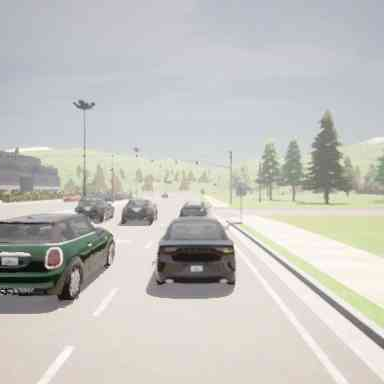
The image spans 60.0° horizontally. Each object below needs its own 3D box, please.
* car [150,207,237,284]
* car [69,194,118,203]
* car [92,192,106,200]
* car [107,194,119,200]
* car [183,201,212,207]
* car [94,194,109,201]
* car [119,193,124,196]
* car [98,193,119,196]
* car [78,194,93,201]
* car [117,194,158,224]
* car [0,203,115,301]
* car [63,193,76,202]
[{"bbox_3d":[0.083,1.432,9.448,1.882,1.535,5.008,0,1,0],"label":"car"},{"bbox_3d":[-7.210,1.233,24.890,2.097,1.767,4.553,0,0,-2],"label":"car"},{"bbox_3d":[-23.143,0.964,82.653,2.097,1.767,4.553,0,0,0],"label":"car"},{"bbox_3d":[-19.643,1.203,82.761,1.895,1.301,4.718,0,0,0],"label":"car"},{"bbox_3d":[0.365,1.376,24.356,2.128,1.511,4.902,0,0,9],"label":"car"},{"bbox_3d":[-19.660,1.133,72.753,1.882,1.535,5.008,0,0,0],"label":"car"},{"bbox_3d":[-16.159,1.007,73.581,2.097,1.767,4.553,0,0,0],"label":"car"},{"bbox_3d":[-16.175,1.200,64.407,1.837,1.490,4.892,0,0,0],"label":"car"},{"bbox_3d":[-23.161,1.209,72.493,1.994,1.385,4.181,0,0,0],"label":"car"},{"bbox_3d":[-3.640,1.238,23.751,2.097,1.767,4.553,0,0,-1],"label":"car"},{"bbox_3d":[-3.410,1.311,8.362,2.097,1.767,4.553,0,0,0],"label":"car"},{"bbox_3d":[-23.175,1.048,64.163,2.097,1.767,4.553,0,0,0],"label":"car"}]
